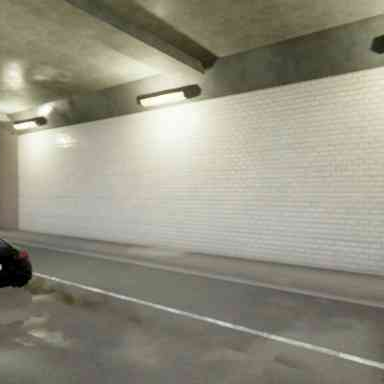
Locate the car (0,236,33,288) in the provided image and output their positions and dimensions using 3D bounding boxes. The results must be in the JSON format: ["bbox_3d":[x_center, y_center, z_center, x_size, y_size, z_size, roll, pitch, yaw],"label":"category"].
[{"bbox_3d":[-5.766,1.561,8.109,4.181,1.385,1.994,0,0,36],"label":"car"}]
